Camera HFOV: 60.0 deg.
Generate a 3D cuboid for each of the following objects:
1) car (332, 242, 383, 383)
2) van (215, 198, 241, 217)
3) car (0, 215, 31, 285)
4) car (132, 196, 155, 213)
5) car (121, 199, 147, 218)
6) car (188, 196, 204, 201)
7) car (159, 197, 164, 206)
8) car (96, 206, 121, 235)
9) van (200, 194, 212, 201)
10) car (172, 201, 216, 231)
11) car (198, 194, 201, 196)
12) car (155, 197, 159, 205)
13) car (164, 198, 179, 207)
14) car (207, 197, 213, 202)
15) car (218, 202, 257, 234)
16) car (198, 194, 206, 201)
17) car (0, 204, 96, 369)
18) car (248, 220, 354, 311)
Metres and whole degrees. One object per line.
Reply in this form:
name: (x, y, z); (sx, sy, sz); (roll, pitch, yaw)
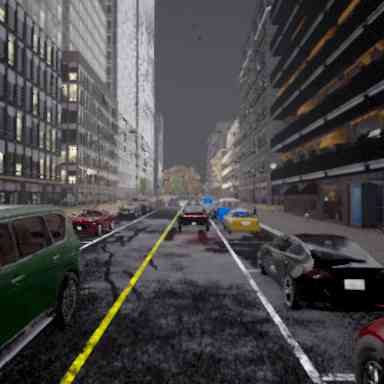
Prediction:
car: (2.706, 1.444, 1.968); (1.967, 1.590, 4.097); (1, 0, 0)
van: (2.730, 1.381, 24.597); (1.690, 1.788, 3.998); (1, 0, 0)
car: (-5.669, 1.453, 7.626); (1.967, 1.590, 4.097); (1, 0, 0)
car: (-5.638, 1.374, 35.913); (2.192, 1.841, 5.009); (1, 0, 0)
car: (-5.648, 1.600, 30.256); (2.008, 1.369, 4.403); (1, 0, 0)
car: (0.138, 1.614, 41.057); (2.033, 1.411, 5.357); (0, 0, 0)
car: (-5.618, 1.536, 58.543); (1.967, 1.590, 4.097); (1, 0, 0)
car: (-5.659, 1.576, 18.942); (1.887, 1.381, 4.507); (1, 0, 0)
van: (2.764, 1.437, 58.541); (1.690, 1.788, 3.998); (1, 0, 0)
car: (0.117, 1.525, 20.542); (2.128, 1.511, 4.902); (0, 0, 0)
car: (2.784, 1.684, 81.169); (2.008, 1.369, 4.403); (1, 0, 0)
car: (-5.637, 1.634, 41.570); (1.947, 1.339, 4.313); (1, 0, 0)
car: (-2.951, 1.636, 54.229); (2.033, 1.411, 5.357); (0, 0, 0)
car: (2.734, 1.489, 30.254); (1.967, 1.590, 4.097); (1, 0, 0)
car: (2.722, 1.556, 19.110); (1.752, 1.417, 4.829); (1, 0, 0)
car: (2.798, 1.468, 92.485); (2.192, 1.841, 5.009); (1, 0, 0)
car: (-3.098, 1.228, 4.045); (2.150, 2.045, 5.566); (0, 0, 0)
car: (2.710, 1.579, 7.624); (1.947, 1.339, 4.313); (1, 0, 0)
